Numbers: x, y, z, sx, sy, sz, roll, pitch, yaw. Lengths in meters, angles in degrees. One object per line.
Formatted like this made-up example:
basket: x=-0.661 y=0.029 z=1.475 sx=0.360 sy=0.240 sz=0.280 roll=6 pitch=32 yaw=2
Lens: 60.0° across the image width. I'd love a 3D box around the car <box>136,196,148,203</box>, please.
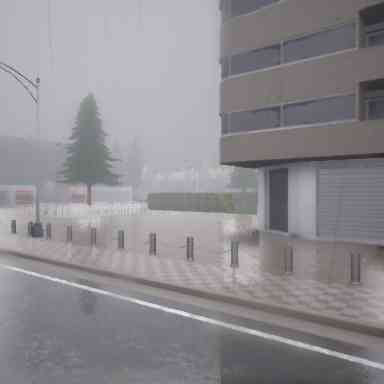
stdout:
car: x=-9.104 y=1.602 z=68.590 sx=2.033 sy=1.411 sz=5.357 roll=0 pitch=0 yaw=36
